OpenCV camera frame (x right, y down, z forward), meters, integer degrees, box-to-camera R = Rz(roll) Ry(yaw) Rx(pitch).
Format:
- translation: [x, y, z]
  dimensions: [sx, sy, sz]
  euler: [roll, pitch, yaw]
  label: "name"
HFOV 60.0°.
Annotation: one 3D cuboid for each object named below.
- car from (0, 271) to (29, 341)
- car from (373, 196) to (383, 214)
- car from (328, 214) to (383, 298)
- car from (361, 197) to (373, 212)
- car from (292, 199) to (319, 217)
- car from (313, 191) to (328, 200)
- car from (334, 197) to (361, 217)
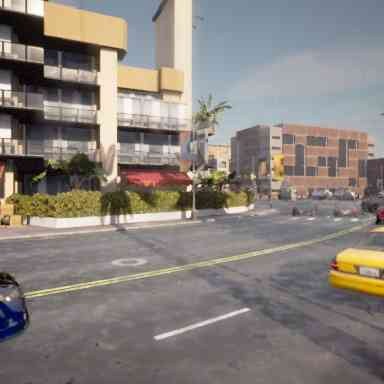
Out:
- translation: [-4.550, 1.558, 4.493]
  dimensions: [4.181, 1.385, 1.994]
  euler: [0, 0, -34]
  label: "car"
- translation: [14.845, 1.342, 24.412]
  dimensions: [2.097, 1.767, 4.553]
  euler: [0, 0, 33]
  label: "car"
- translation: [5.170, 1.452, 7.856]
  dimensions: [5.366, 1.575, 1.801]
  euler: [0, 0, -42]
  label: "car"
- translation: [21.178, 1.335, 38.789]
  dimensions: [2.097, 1.767, 4.553]
  euler: [0, 0, 15]
  label: "car"
- translation: [10.799, 1.487, 31.491]
  dimensions: [1.837, 1.490, 4.892]
  euler: [1, 0, 28]
  label: "car"
- translation: [34.339, 1.210, 86.109]
  dimensions: [2.185, 1.767, 4.553]
  euler: [0, 0, -24]
  label: "car"
- translation: [14.070, 1.511, 30.246]
  dimensions: [1.812, 1.442, 4.674]
  euler: [0, 0, 28]
  label: "car"
